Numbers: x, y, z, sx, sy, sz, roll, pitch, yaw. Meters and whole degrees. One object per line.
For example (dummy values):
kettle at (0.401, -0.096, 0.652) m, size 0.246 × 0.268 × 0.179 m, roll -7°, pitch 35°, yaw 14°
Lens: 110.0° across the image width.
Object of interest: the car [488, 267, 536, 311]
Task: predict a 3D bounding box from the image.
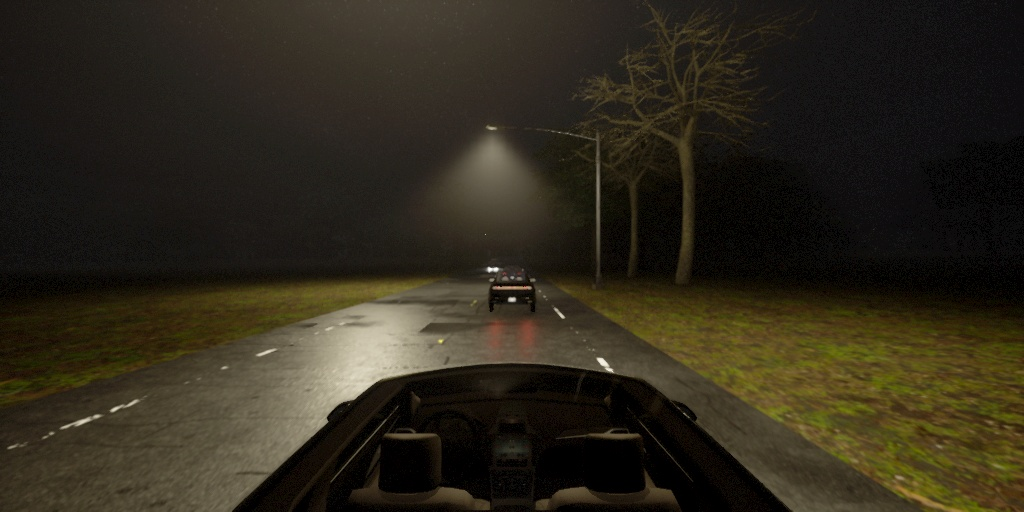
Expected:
car at (0.019, 1.389, 15.352) m, size 2.128 × 1.511 × 4.902 m, roll 0°, pitch 0°, yaw 0°
